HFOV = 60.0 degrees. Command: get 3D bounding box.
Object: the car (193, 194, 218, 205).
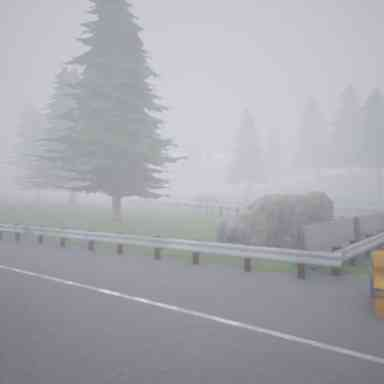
[{"bbox_3d":[1.861,1.096,46.065,1.837,1.490,4.892,-1,1,-26],"label":"car"}]
